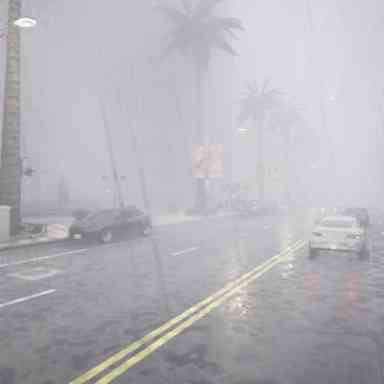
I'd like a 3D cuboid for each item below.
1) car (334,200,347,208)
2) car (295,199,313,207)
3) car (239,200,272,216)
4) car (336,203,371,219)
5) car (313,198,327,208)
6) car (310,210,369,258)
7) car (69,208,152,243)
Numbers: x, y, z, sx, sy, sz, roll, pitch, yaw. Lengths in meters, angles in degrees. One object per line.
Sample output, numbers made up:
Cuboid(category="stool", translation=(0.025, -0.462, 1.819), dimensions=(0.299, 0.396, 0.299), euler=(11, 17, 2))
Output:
Cuboid(category="car", translation=(26.481, 2.143, 59.254), dimensions=(1.812, 1.442, 4.674), euler=(0, 0, 28))
Cuboid(category="car", translation=(20.434, 2.053, 61.860), dimensions=(2.231, 1.521, 4.892), euler=(0, 0, 28))
Cuboid(category="car", translation=(6.666, 1.633, 35.915), dimensions=(2.185, 1.767, 4.553), euler=(0, 0, 28))
Cuboid(category="car", translation=(12.517, 1.824, 25.417), dimensions=(2.033, 1.411, 5.357), euler=(0, 0, 28))
Cuboid(category="car", translation=(23.391, 1.949, 60.884), dimensions=(2.097, 1.767, 4.553), euler=(0, 0, 28))
Cuboid(category="car", translation=(5.980, 1.664, 13.436), dimensions=(1.812, 1.442, 4.674), euler=(0, 0, 29))
Cuboid(category="car", translation=(-3.880, 1.572, 16.684), dimensions=(2.161, 1.482, 4.786), euler=(0, 0, 28))
